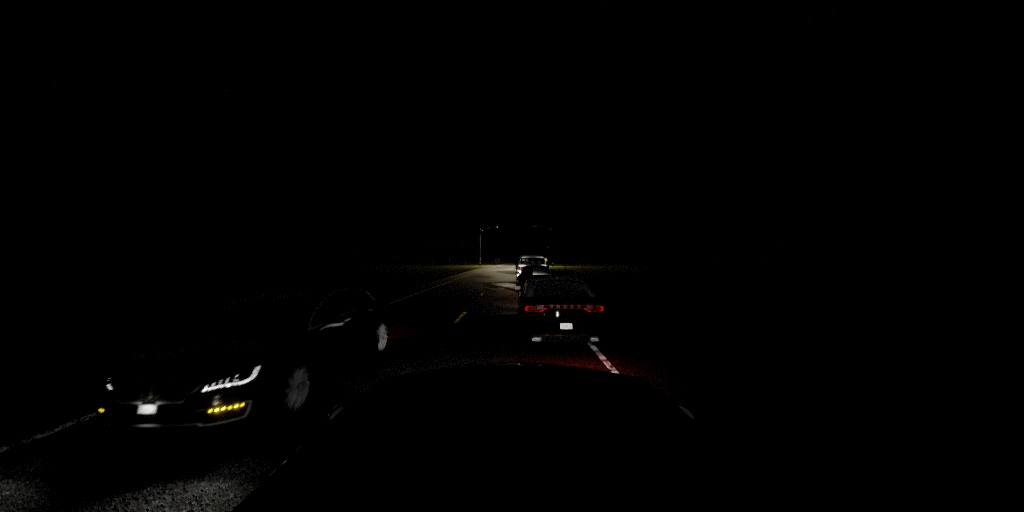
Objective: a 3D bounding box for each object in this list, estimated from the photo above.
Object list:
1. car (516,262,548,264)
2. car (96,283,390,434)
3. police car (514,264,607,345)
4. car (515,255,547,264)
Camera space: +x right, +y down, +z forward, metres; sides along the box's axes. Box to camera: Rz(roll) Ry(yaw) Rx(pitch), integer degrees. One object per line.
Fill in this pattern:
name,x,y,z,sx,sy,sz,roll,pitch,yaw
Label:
car,1.247,1.253,19.502,1.837,1.490,4.892,0,0,1
car,-3.567,1.255,5.951,1.837,1.490,4.892,0,0,0
police car,1.095,1.175,9.642,1.930,1.638,5.238,0,0,1
car,1.391,0.968,25.512,2.150,2.045,5.566,0,0,2
